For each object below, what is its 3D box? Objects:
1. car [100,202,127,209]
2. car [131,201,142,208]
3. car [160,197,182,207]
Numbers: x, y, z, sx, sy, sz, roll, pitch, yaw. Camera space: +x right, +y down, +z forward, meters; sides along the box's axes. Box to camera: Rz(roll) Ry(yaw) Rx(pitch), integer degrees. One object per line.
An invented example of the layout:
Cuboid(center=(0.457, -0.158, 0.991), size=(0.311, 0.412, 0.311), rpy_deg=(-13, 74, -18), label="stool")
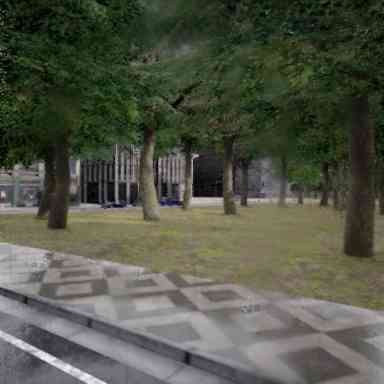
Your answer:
Cuboid(center=(-13.303, 2.321, 56.788), size=(1.895, 1.301, 4.718), rpy_deg=(0, -1, 34), label="car")
Cuboid(center=(-10.199, 2.415, 66.725), size=(1.994, 1.385, 4.181), rpy_deg=(0, 0, 34), label="car")
Cuboid(center=(-4.434, 2.024, 69.889), size=(2.150, 2.045, 5.566), rpy_deg=(0, 0, 34), label="car")
